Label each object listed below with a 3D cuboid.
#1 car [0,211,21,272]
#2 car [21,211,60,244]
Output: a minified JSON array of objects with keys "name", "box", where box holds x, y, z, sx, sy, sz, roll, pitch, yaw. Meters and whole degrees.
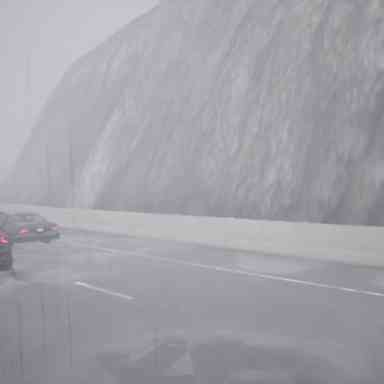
[{"name":"car","box":[-7.197,1.361,9.779,4.553,1.767,2.097,0,0,39]},{"name":"car","box":[-7.970,1.564,14.967,5.357,1.411,2.033,0,0,41]}]
